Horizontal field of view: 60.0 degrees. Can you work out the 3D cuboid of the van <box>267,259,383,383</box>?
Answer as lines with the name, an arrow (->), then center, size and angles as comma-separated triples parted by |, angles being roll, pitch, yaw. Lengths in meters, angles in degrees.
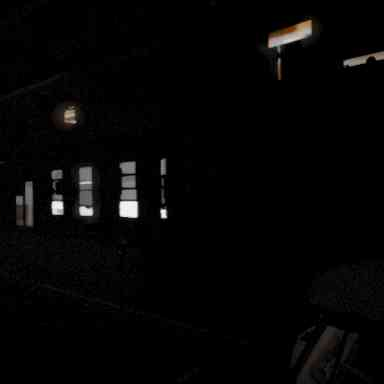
van -> 2.219, 1.332, 1.306 | 3.998, 1.788, 1.690 | -1, -1, 36
